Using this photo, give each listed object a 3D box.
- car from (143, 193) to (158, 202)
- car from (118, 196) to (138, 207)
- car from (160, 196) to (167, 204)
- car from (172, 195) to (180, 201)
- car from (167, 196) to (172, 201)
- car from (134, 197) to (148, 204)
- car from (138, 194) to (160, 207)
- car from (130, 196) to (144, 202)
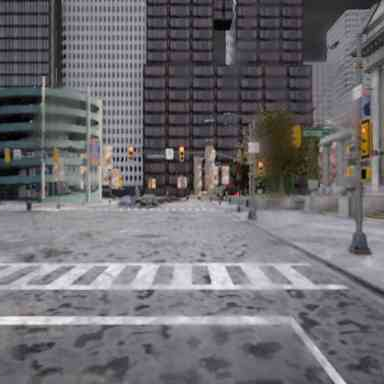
[{"bbox_3d":[-10.759,1.412,85.774,2.150,2.045,5.566,0,0,-25],"label":"car"},{"bbox_3d":[-10.588,1.471,53.803,2.097,1.767,4.553,0,0,0],"label":"car"},{"bbox_3d":[-7.092,1.633,70.431,1.882,1.535,5.008,0,0,0],"label":"car"},{"bbox_3d":[-4.844,1.697,89.574,1.837,1.490,4.892,0,0,-29],"label":"car"},{"bbox_3d":[-7.578,1.787,87.257,1.895,1.301,4.718,0,0,-25],"label":"car"},{"bbox_3d":[-10.566,1.692,68.965,2.033,1.411,5.357,0,0,0],"label":"car"},{"bbox_3d":[-7.081,1.343,55.136,2.150,2.045,5.566,0,0,1],"label":"car"},{"bbox_3d":[-13.909,1.723,84.253,2.033,1.411,5.357,0,0,-25],"label":"car"}]
